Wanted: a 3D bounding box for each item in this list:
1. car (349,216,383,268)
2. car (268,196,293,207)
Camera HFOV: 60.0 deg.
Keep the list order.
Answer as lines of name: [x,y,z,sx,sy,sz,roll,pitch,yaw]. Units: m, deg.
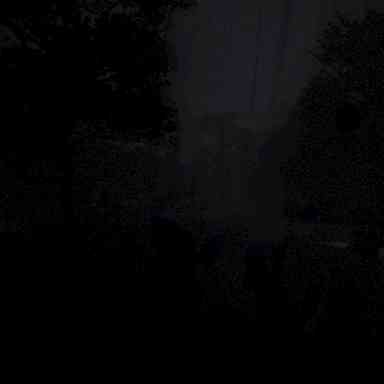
car: [6.889,1.543,11.325,1.837,1.490,4.892,0,0,9]
car: [13.692,1.359,51.383,1.882,1.535,5.008,-2,1,45]
